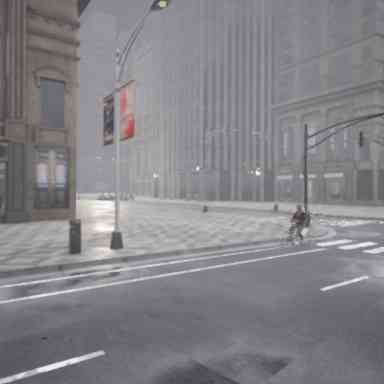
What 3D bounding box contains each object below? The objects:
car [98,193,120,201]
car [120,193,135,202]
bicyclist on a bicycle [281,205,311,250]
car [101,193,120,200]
[{"bbox_3d":[-14.553,0.888,56.811,1.994,1.385,4.181,0,1,-35],"label":"car"},{"bbox_3d":[-11.493,0.879,57.736,1.812,1.442,4.674,0,1,-35],"label":"car"},{"bbox_3d":[4.156,1.394,13.262,1.843,1.776,0.659,0,0,-35],"label":"bicyclist on a bicycle"},{"bbox_3d":[-15.495,0.863,63.329,1.895,1.301,4.718,0,1,-35],"label":"car"}]
